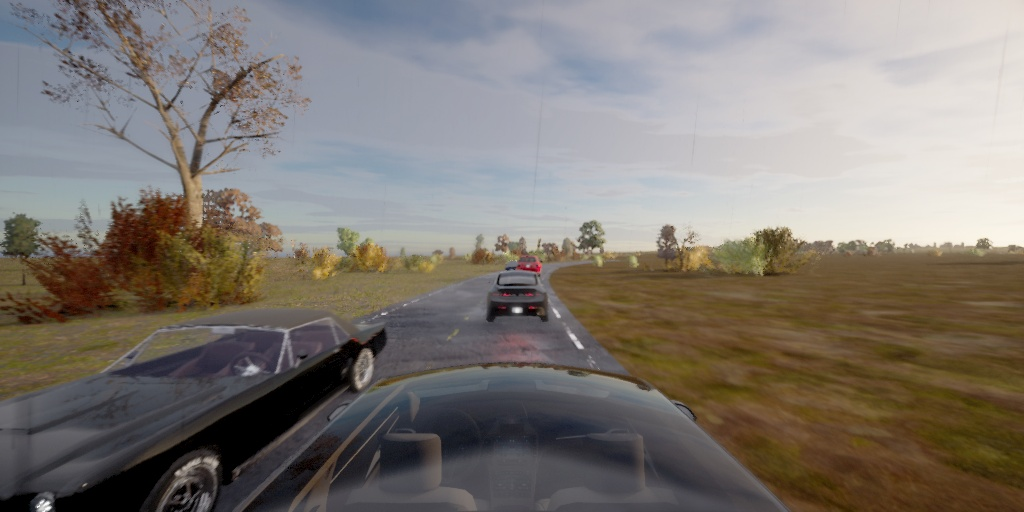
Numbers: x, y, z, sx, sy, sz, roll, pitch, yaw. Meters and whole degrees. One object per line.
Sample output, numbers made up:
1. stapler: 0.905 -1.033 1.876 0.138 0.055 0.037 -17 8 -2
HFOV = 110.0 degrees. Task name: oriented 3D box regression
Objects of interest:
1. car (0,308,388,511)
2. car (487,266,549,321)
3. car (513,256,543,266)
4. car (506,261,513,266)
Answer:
1. car: -3.082 1.352 3.958 1.895 1.301 4.718 0 0 0
2. car: 0.210 1.260 12.389 1.837 1.490 4.892 0 0 1
3. car: 1.700 0.985 34.235 2.150 2.045 5.566 0 0 6
4. car: 0.350 1.311 47.366 2.033 1.411 5.357 0 0 10
